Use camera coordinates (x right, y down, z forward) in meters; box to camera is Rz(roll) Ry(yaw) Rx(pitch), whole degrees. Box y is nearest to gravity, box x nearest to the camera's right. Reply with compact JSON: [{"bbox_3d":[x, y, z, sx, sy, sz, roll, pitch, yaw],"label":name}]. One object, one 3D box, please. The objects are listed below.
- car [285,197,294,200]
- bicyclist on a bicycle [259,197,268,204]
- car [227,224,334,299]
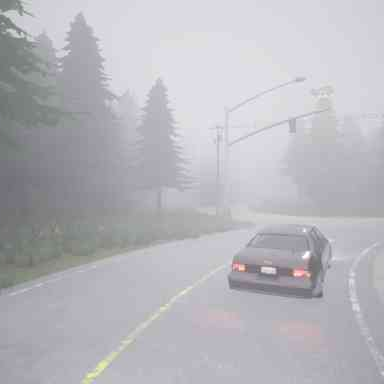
[{"bbox_3d":[19.251,1.590,65.115,1.994,1.385,4.181,0,0,45],"label":"car"},{"bbox_3d":[8.680,1.480,40.159,1.656,1.620,0.582,0,0,-1],"label":"bicyclist on a bicycle"},{"bbox_3d":[2.536,1.547,8.645,2.033,1.411,5.357,0,0,25],"label":"car"}]
